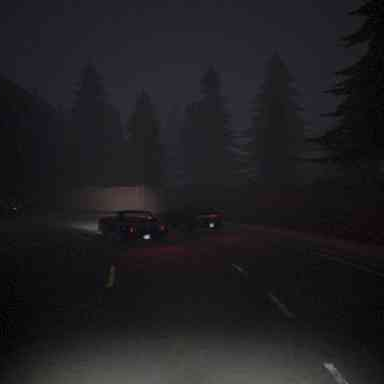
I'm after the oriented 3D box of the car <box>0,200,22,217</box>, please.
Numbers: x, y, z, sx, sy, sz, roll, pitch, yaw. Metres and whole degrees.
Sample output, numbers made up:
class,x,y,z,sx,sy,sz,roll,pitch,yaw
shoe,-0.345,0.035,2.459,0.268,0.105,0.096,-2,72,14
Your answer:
class,x,y,z,sx,sy,sz,roll,pitch,yaw
car,-16.590,1.350,28.208,4.181,1.385,1.994,0,0,17

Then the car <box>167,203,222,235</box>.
class,x,y,z,sx,sy,sz,roll,pitch,yaw
car,-0.365,1.355,17.875,2.128,1.511,4.902,0,0,-32

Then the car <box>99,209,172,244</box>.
class,x,y,z,sx,sy,sz,roll,pitch,yaw
car,-2.864,1.485,15.203,1.895,1.301,4.718,0,0,-29
